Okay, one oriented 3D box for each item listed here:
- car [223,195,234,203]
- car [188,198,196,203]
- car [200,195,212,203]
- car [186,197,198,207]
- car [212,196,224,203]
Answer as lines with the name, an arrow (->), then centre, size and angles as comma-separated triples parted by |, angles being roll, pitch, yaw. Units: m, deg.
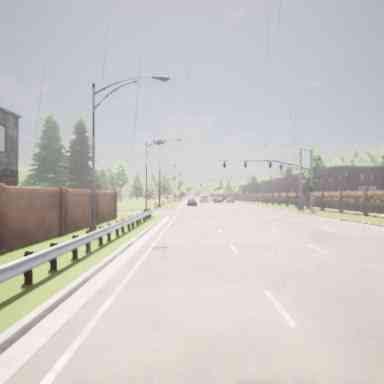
car -> 10.523, 2.319, 92.368 | 1.882, 1.535, 5.008 | 0, -1, 0
car -> 0.023, 2.366, 92.371 | 2.128, 1.511, 4.902 | 0, -1, 0
car -> 3.523, 2.066, 92.403 | 2.150, 2.045, 5.566 | 0, -1, 0
car -> 0.015, 2.109, 63.008 | 2.128, 1.511, 4.902 | 0, -1, 0
car -> 7.023, 2.415, 92.785 | 1.994, 1.385, 4.181 | 0, -1, 0
